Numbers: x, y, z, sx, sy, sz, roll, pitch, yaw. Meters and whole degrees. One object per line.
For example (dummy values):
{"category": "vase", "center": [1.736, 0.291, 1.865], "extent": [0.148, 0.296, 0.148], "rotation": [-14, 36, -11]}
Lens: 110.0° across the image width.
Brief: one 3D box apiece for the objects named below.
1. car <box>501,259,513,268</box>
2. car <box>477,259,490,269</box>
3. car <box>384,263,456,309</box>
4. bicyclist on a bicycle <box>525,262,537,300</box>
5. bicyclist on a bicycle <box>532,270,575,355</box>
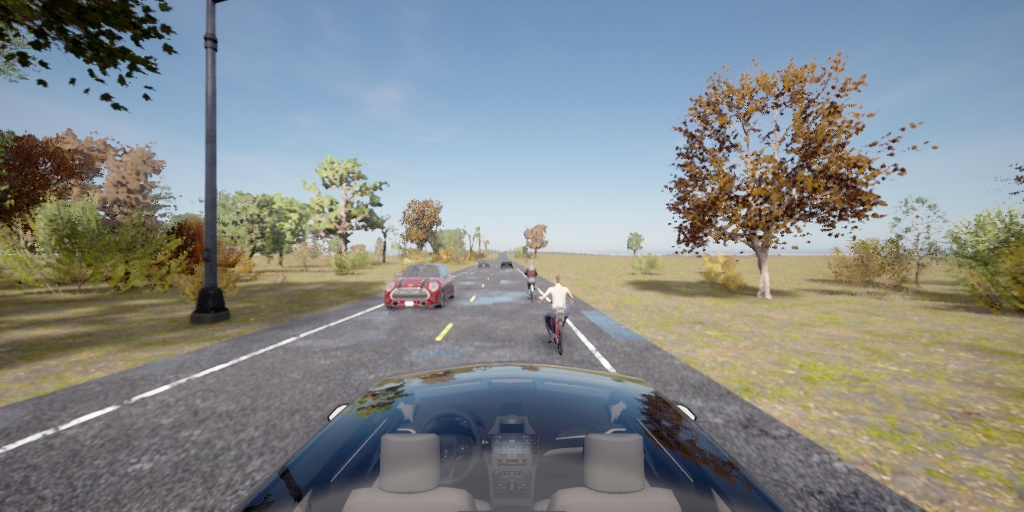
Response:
{"category": "car", "center": [-0.847, 1.250, 59.391], "extent": [1.882, 1.535, 5.008], "rotation": [0, 0, -1]}
{"category": "car", "center": [-4.477, 1.279, 57.618], "extent": [1.837, 1.490, 4.892], "rotation": [0, -1, -1]}
{"category": "car", "center": [-3.682, 1.109, 15.014], "extent": [2.097, 1.767, 4.553], "rotation": [0, 0, -1]}
{"category": "bicyclist on a bicycle", "center": [0.868, 1.128, 16.231], "extent": [0.659, 1.776, 1.843], "rotation": [0, 0, -1]}
{"category": "bicyclist on a bicycle", "center": [0.966, 1.190, 7.699], "extent": [0.866, 1.612, 1.509], "rotation": [0, 0, -1]}
